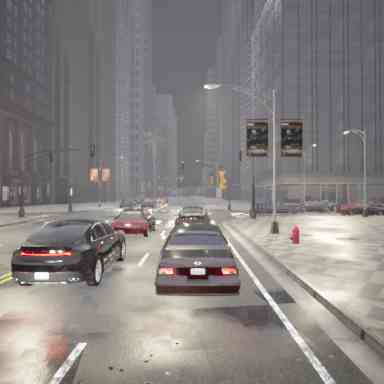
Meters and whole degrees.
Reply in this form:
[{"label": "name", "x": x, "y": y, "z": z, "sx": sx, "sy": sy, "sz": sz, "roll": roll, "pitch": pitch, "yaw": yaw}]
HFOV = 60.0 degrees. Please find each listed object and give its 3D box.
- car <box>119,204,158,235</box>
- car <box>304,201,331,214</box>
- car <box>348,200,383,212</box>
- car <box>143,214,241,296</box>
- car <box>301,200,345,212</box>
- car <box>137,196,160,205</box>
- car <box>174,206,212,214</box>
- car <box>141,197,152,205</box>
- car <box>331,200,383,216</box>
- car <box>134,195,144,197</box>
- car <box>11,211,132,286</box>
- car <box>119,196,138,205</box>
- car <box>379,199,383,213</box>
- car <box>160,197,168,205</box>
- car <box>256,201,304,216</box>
[{"label": "car", "x": -3.138, "y": 1.599, "z": 18.293, "sx": 1.994, "sy": 1.385, "sz": 4.181, "roll": 0, "pitch": 0, "yaw": 0}, {"label": "car", "x": 12.881, "y": 1.632, "z": 35.998, "sx": 4.181, "sy": 1.385, "sz": 1.994, "roll": 0, "pitch": -1, "yaw": -2}, {"label": "car", "x": 20.852, "y": 1.639, "z": 38.873, "sx": 4.313, "sy": 1.339, "sz": 1.947, "roll": 0, "pitch": 0, "yaw": -1}, {"label": "car", "x": 0.112, "y": 1.556, "z": 8.806, "sx": 2.033, "sy": 1.411, "sz": 5.357, "roll": 0, "pitch": 0, "yaw": 0}, {"label": "car", "x": 15.212, "y": 1.658, "z": 38.789, "sx": 4.313, "sy": 1.339, "sz": 1.947, "roll": 0, "pitch": 0, "yaw": -1}, {"label": "car", "x": -6.559, "y": 1.772, "z": 50.886, "sx": 2.033, "sy": 1.411, "sz": 5.357, "roll": 0, "pitch": 0, "yaw": 0}, {"label": "car", "x": 0.059, "y": 1.541, "z": 18.545, "sx": 1.837, "sy": 1.490, "sz": 4.892, "roll": 0, "pitch": 0, "yaw": 1}, {"label": "car", "x": -9.701, "y": 1.898, "z": 71.141, "sx": 1.812, "sy": 1.442, "sz": 4.674, "roll": 0, "pitch": 0, "yaw": 0}, {"label": "car", "x": 15.336, "y": 1.574, "z": 30.266, "sx": 4.206, "sy": 1.307, "sz": 1.802, "roll": 0, "pitch": 0, "yaw": -1}, {"label": "car", "x": -9.775, "y": 1.514, "z": 60.792, "sx": 2.150, "sy": 2.045, "sz": 5.566, "roll": 0, "pitch": 0, "yaw": 0}, {"label": "car", "x": -3.144, "y": 1.515, "z": 9.392, "sx": 1.837, "sy": 1.490, "sz": 4.892, "roll": 0, "pitch": 0, "yaw": 0}, {"label": "car", "x": -9.840, "y": 1.729, "z": 50.775, "sx": 1.837, "sy": 1.490, "sz": 4.892, "roll": 0, "pitch": 0, "yaw": -2}, {"label": "car", "x": 23.368, "y": 1.511, "z": 36.156, "sx": 5.008, "sy": 1.535, "sz": 1.882, "roll": 0, "pitch": -1, "yaw": -1}, {"label": "car", "x": -6.481, "y": 1.683, "z": 65.857, "sx": 2.097, "sy": 1.767, "sz": 4.553, "roll": 0, "pitch": 0, "yaw": 1}, {"label": "car", "x": 8.406, "y": 1.611, "z": 32.811, "sx": 4.181, "sy": 1.385, "sz": 1.994, "roll": 0, "pitch": -1, "yaw": 1}]
